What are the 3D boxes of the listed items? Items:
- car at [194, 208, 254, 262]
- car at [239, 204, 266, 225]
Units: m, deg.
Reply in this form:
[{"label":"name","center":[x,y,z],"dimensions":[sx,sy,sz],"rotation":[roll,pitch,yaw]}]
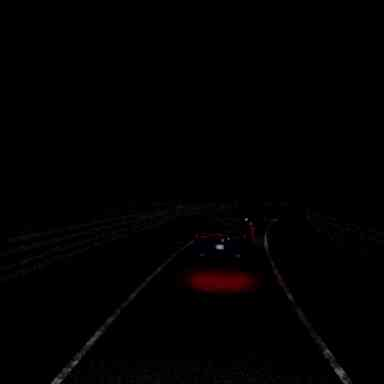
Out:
[{"label":"car","center":[1.322,1.608,12.861],"dimensions":[1.882,1.535,5.008],"rotation":[0,-1,11]},{"label":"car","center":[4.600,1.700,26.250],"dimensions":[1.837,1.490,4.892],"rotation":[-1,0,19]}]
